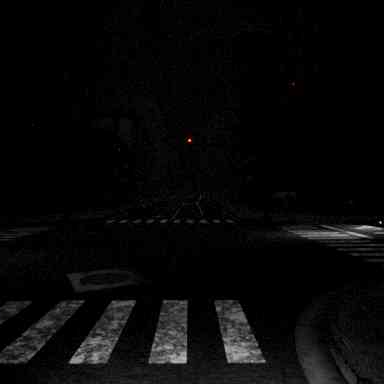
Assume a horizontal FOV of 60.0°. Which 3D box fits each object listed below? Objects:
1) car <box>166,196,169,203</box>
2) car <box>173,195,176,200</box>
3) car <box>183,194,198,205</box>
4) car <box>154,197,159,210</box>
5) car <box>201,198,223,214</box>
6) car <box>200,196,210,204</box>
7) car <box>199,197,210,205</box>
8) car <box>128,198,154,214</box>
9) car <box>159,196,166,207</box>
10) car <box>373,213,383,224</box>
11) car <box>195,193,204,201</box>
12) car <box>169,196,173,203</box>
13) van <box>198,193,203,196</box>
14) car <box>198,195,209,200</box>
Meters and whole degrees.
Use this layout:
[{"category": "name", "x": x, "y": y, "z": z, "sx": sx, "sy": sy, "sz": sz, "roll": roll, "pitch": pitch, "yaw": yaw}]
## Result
[{"category": "car", "x": -5.670, "y": 1.634, "z": 58.229, "sx": 2.008, "sy": 1.369, "sz": 4.403, "roll": 0, "pitch": 0, "yaw": 0}, {"category": "car", "x": -5.646, "y": 1.694, "z": 80.272, "sx": 2.008, "sy": 1.369, "sz": 4.403, "roll": 0, "pitch": 0, "yaw": 0}, {"category": "car", "x": -0.276, "y": 1.601, "z": 63.326, "sx": 1.837, "sy": 1.490, "sz": 4.892, "roll": 0, "pitch": 0, "yaw": 0}, {"category": "car", "x": -5.688, "y": 1.489, "z": 41.697, "sx": 1.967, "sy": 1.590, "sz": 4.097, "roll": 0, "pitch": 0, "yaw": 0}, {"category": "car", "x": 2.331, "y": 1.606, "z": 36.177, "sx": 1.947, "sy": 1.339, "sz": 4.313, "roll": 0, "pitch": 0, "yaw": 0}, {"category": "car", "x": 2.343, "y": 1.641, "z": 47.200, "sx": 1.802, "sy": 1.307, "sz": 4.206, "roll": 0, "pitch": 0, "yaw": 0}, {"category": "car", "x": 2.361, "y": 1.647, "z": 63.731, "sx": 2.008, "sy": 1.369, "sz": 4.403, "roll": 0, "pitch": 0, "yaw": 0}, {"category": "car", "x": -5.694, "y": 1.480, "z": 36.187, "sx": 1.967, "sy": 1.590, "sz": 4.097, "roll": 0, "pitch": 0, "yaw": 0}, {"category": "car", "x": -5.676, "y": 1.653, "z": 52.718, "sx": 1.802, "sy": 1.307, "sz": 4.206, "roll": 0, "pitch": 0, "yaw": 0}, {"category": "car", "x": 14.349, "y": 1.494, "z": 20.716, "sx": 5.357, "sy": 1.411, "sz": 2.033, "roll": 0, "pitch": 0, "yaw": -2}, {"category": "car", "x": 2.022, "y": 1.401, "z": 90.177, "sx": 2.150, "sy": 2.045, "sz": 5.566, "roll": 0, "pitch": 0, "yaw": 0}, {"category": "car", "x": -5.658, "y": 1.552, "z": 69.251, "sx": 1.967, "sy": 1.590, "sz": 4.097, "roll": 0, "pitch": 0, "yaw": 0}, {"category": "van", "x": 2.355, "y": 1.424, "z": 58.221, "sx": 1.690, "sy": 1.788, "sz": 3.998, "roll": 0, "pitch": 0, "yaw": 0}, {"category": "car", "x": 2.349, "y": 1.637, "z": 52.710, "sx": 1.947, "sy": 1.339, "sz": 4.313, "roll": 0, "pitch": 0, "yaw": 0}]
